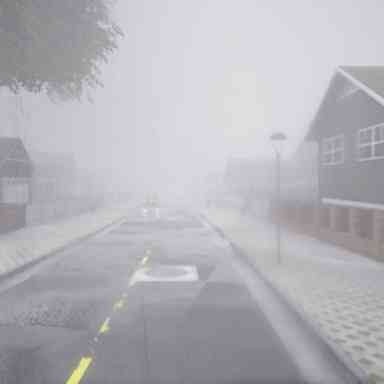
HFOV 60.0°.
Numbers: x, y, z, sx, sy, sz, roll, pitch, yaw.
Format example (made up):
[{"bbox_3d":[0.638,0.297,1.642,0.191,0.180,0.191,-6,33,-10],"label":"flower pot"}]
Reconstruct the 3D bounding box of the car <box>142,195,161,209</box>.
[{"bbox_3d":[-4.968,1.120,41.037,2.097,1.767,4.553,0,1,-5],"label":"car"}]

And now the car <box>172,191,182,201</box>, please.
[{"bbox_3d":[-2.993,0.919,64.885,1.812,1.442,4.674,0,1,-2],"label":"car"}]
